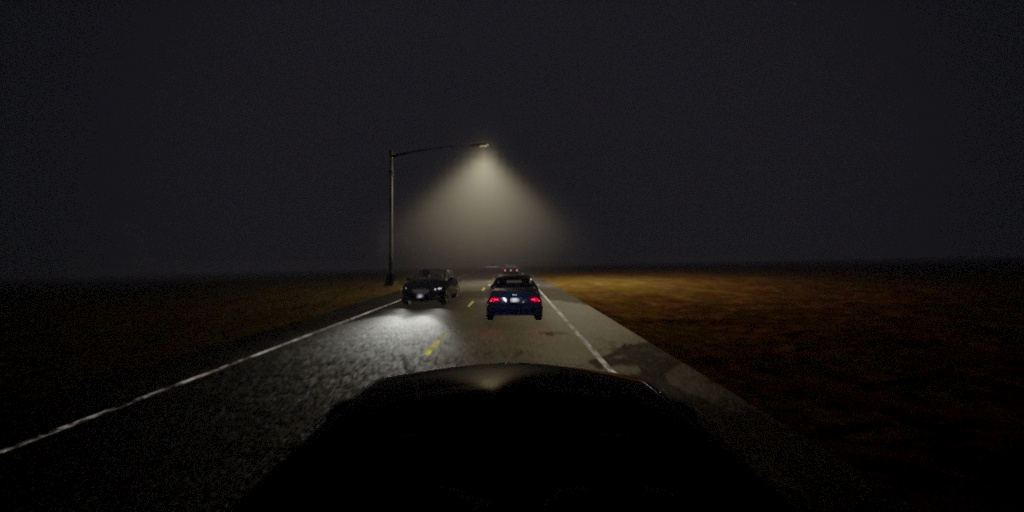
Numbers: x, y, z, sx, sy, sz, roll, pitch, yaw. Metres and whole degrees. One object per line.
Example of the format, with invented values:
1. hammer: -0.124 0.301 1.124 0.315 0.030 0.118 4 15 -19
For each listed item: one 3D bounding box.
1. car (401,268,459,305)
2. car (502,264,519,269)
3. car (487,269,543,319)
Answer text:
1. car: -3.648 1.337 16.642 2.128 1.511 4.902 0 0 0
2. car: -0.162 1.543 39.273 2.033 1.411 5.357 0 0 -1
3. car: 0.070 1.369 13.125 2.033 1.411 5.357 0 0 0
